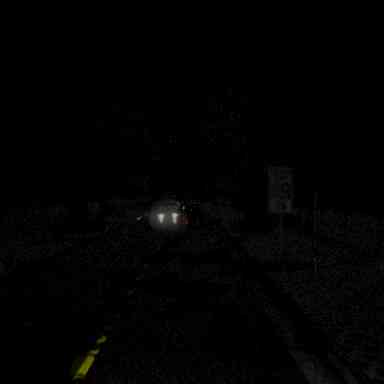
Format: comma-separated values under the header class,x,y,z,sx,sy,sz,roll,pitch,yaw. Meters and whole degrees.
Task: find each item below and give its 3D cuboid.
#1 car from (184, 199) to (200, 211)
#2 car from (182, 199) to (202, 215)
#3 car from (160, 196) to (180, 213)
class,x,y,z,sx,sy,sz,roll,pitch,yaw
car,0.018,1.791,47.703,2.128,1.511,4.902,0,-1,0
car,0.007,1.681,36.177,2.128,1.511,4.902,0,0,0
car,-2.744,1.459,41.565,2.150,2.045,5.566,0,-1,0
